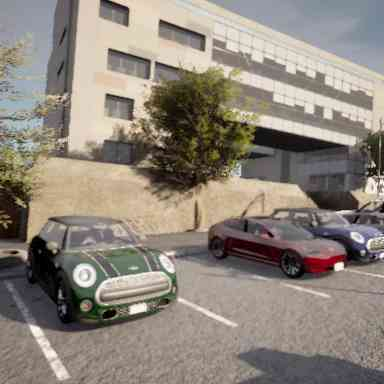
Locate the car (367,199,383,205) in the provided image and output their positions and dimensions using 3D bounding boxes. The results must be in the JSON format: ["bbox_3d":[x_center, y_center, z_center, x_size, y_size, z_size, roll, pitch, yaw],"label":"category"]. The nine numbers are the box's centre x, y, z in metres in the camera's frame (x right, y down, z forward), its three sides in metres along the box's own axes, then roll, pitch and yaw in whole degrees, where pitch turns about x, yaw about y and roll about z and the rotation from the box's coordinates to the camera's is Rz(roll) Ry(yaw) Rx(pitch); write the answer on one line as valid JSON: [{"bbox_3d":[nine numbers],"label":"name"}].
[{"bbox_3d":[9.279,1.327,15.615,2.435,2.045,5.566,0,0,-35],"label":"car"}]

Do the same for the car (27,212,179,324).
[{"bbox_3d":[-2.198,1.369,7.437,2.185,1.767,4.553,0,0,-35],"label":"car"}]

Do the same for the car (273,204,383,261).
[{"bbox_3d":[4.728,1.419,12.375,2.185,1.767,4.553,0,0,-35],"label":"car"}]

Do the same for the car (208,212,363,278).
[{"bbox_3d":[2.487,1.558,10.701,2.163,1.488,4.792,0,0,-35],"label":"car"}]
